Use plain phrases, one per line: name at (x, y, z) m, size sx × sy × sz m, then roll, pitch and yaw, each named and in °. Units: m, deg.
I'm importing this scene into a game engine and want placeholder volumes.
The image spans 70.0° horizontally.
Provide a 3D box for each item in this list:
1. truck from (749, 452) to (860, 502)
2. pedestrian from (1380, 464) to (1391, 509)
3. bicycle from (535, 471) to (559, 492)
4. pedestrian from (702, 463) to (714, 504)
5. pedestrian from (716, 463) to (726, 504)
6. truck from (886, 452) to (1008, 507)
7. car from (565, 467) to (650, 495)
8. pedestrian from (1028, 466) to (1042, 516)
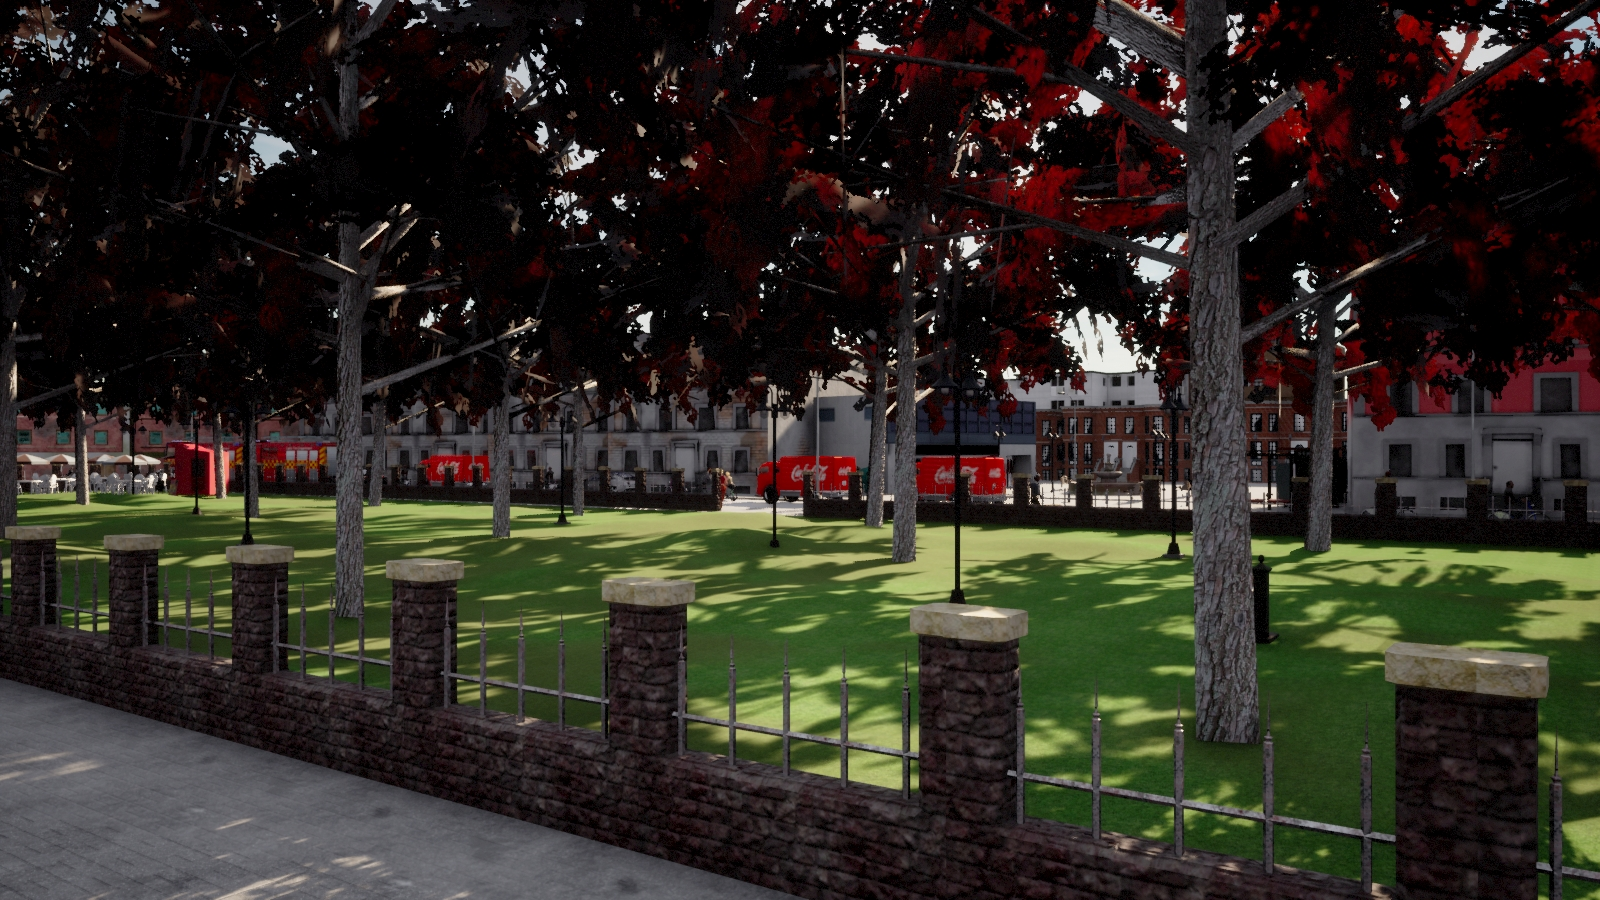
truck at (0.205, 1.348, 59.637) m, size 5.204 × 2.467 × 2.627 m, roll 0°, pitch 0°, yaw 35°
pedestrian at (24.439, 1.524, 47.687) m, size 0.375 × 1.860 × 0.375 m, roll 0°, pitch 0°, yaw 32°
bicycle at (-15.681, 1.940, 70.806) m, size 1.835 × 1.271 × 0.329 m, roll 0°, pitch 0°, yaw 35°
pedestrian at (-4.205, 1.525, 52.051) m, size 0.375 × 1.860 × 0.375 m, roll 0°, pitch 0°, yaw 41°
pedestrian at (-3.615, 1.522, 52.263) m, size 0.375 × 1.860 × 0.375 m, roll 0°, pitch 0°, yaw -12°
truck at (7.022, 1.349, 54.840) m, size 5.204 × 2.467 × 2.627 m, roll 0°, pitch 0°, yaw 35°
car at (-11.432, 1.827, 67.802) m, size 4.902 × 1.511 × 2.128 m, roll 0°, pitch 0°, yaw 35°
pedestrian at (8.808, 1.524, 42.820) m, size 0.375 × 1.860 × 0.375 m, roll 0°, pitch 0°, yaw 35°
